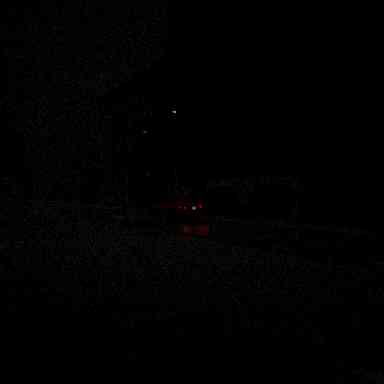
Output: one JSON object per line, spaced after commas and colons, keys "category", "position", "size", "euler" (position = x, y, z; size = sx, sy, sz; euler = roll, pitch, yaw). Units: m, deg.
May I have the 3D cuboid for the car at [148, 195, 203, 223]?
{"category": "car", "position": [-1.406, 1.275, 26.605], "size": [2.150, 2.045, 5.566], "euler": [1, 0, -36]}
